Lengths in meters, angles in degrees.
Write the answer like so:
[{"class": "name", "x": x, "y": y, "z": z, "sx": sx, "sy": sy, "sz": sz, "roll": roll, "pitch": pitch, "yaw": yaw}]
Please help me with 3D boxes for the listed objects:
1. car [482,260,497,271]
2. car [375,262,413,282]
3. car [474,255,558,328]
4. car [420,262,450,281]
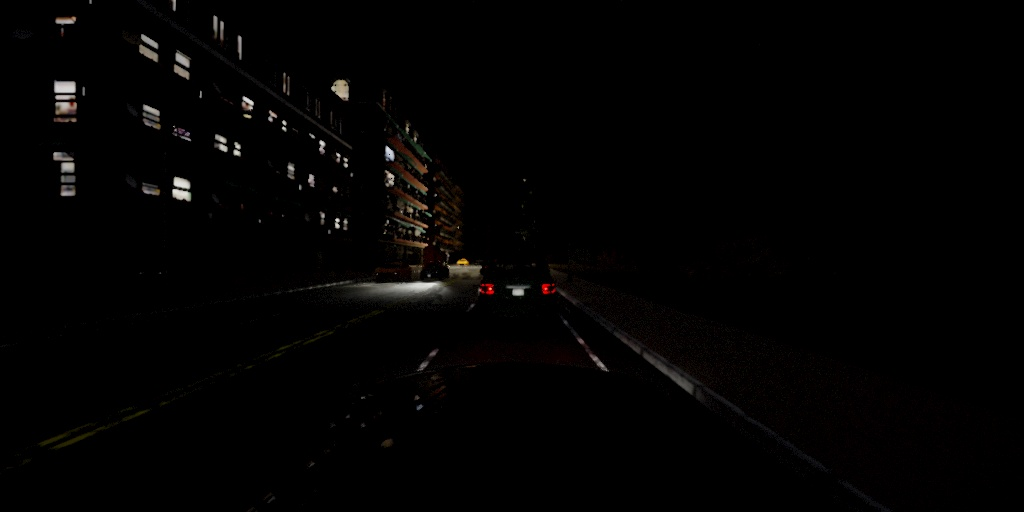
[{"class": "car", "x": -3.207, "y": 1.360, "z": 51.210, "sx": 1.837, "sy": 1.490, "sz": 4.892, "roll": 0, "pitch": 0, "yaw": 0}, {"class": "car", "x": -9.836, "y": 1.290, "z": 30.173, "sx": 1.882, "sy": 1.535, "sz": 5.008, "roll": 0, "pitch": 0, "yaw": 0}, {"class": "car", "x": 0.111, "y": 0.994, "z": 11.564, "sx": 2.150, "sy": 2.045, "sz": 5.566, "roll": 0, "pitch": 0, "yaw": -1}, {"class": "car", "x": -6.584, "y": 1.305, "z": 30.953, "sx": 2.128, "sy": 1.511, "sz": 4.902, "roll": 0, "pitch": 0, "yaw": 0}]
